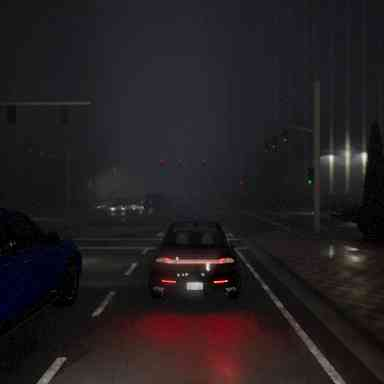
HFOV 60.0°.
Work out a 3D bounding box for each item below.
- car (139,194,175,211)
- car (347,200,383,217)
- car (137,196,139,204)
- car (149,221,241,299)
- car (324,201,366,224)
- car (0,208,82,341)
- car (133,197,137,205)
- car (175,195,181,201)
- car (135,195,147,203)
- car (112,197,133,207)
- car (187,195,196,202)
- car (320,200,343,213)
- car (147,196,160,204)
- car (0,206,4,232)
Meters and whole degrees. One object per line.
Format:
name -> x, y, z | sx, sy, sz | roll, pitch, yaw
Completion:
car -> -4.138, 1.220, 40.318 | 2.150, 2.045, 5.566 | 1, 0, 12
car -> 17.480, 1.504, 31.407 | 4.892, 1.490, 1.837 | 0, 0, -1
car -> -7.182, 1.503, 53.975 | 1.837, 1.490, 4.892 | 0, 0, 0
car -> 0.078, 1.491, 8.454 | 2.128, 1.511, 4.902 | 0, 0, 1
car -> 12.840, 1.546, 24.152 | 5.357, 1.411, 2.033 | 0, 0, -1
car -> -3.451, 1.221, 4.822 | 2.150, 2.045, 5.566 | 0, 0, 1
car -> -10.674, 1.599, 59.316 | 1.895, 1.301, 4.718 | 0, 0, 0
car -> -3.634, 1.337, 76.033 | 1.812, 1.442, 4.674 | 0, 0, 0
car -> -10.623, 1.475, 69.758 | 1.882, 1.535, 5.008 | 0, 0, 0
car -> -10.687, 1.524, 50.207 | 1.812, 1.442, 4.674 | 0, 0, 0
car -> -0.133, 1.426, 75.500 | 1.837, 1.490, 4.892 | 0, 0, 0
car -> 15.232, 1.563, 34.882 | 4.181, 1.385, 1.994 | 0, 0, -1
car -> -7.168, 1.562, 62.884 | 1.994, 1.385, 4.181 | 0, 0, 0
car -> -11.525, 1.563, 17.862 | 1.994, 1.385, 4.181 | 0, 0, -23
